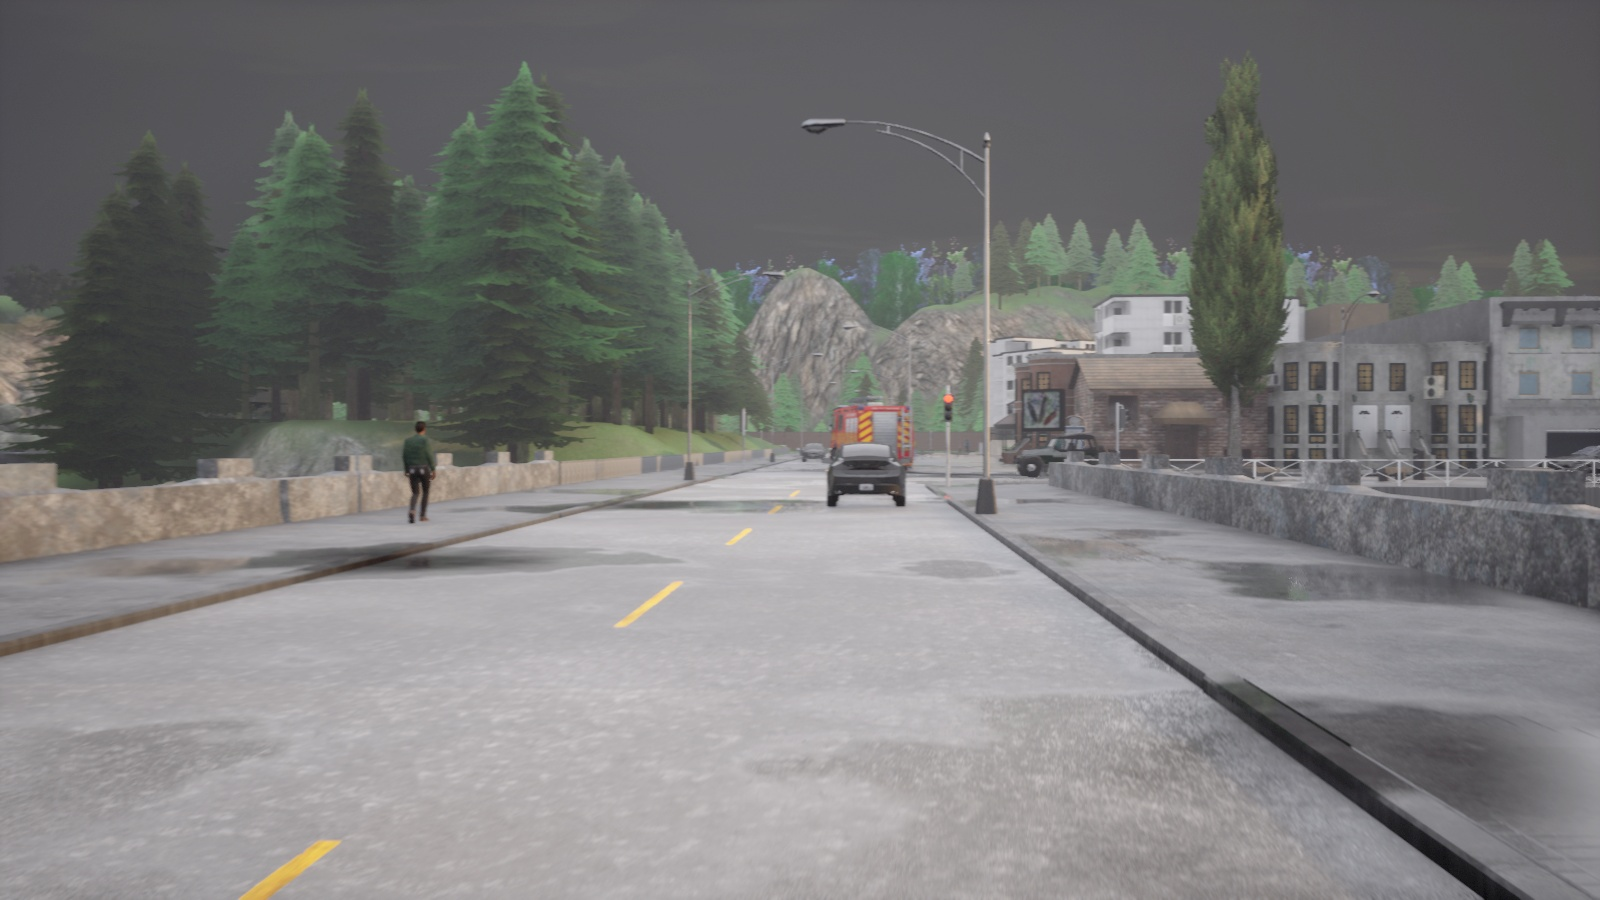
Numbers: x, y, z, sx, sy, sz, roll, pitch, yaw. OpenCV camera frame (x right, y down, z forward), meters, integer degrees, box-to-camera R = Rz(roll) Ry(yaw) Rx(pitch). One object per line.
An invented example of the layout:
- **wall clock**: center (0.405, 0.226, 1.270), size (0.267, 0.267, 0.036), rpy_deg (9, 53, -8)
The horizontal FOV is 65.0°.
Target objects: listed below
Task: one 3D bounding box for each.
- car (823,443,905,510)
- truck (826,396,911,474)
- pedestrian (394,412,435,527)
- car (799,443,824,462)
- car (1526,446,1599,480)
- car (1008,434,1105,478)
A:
- **car**: center (1.546, 0.580, 30.599), size (1.837, 1.490, 4.892), rpy_deg (0, 0, 3)
- **truck**: center (3.457, -0.784, 65.916), size (2.891, 3.827, 8.468), rpy_deg (0, 0, -8)
- **pedestrian**: center (-6.634, 0.325, 21.609), size (0.423, 1.949, 0.788), rpy_deg (0, 0, 3)
- **car**: center (0.925, 0.196, 98.529), size (1.837, 1.490, 4.892), rpy_deg (0, 0, 3)
- **car**: center (33.940, 0.542, 53.042), size (5.357, 1.411, 2.033), rpy_deg (0, 0, 3)
- **car**: center (11.028, 0.251, 54.183), size (3.866, 1.878, 1.905), rpy_deg (0, 0, 3)
